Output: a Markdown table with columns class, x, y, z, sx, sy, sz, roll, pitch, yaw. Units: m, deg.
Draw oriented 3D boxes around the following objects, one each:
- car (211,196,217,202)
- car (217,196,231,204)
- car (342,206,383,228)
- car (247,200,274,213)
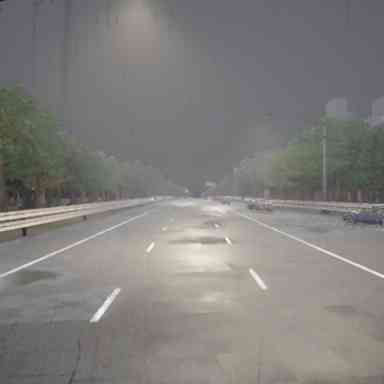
| class | x | y | z | sx | sy | sz | roll | pitch | yaw |
| --- | --- | --- | --- | --- | --- | --- | --- | --- | --- |
| car | 7.058 | 1.783 | 92.798 | 2.097 | 1.767 | 4.553 | 0 | -1 | 0 |
| car | 7.004 | 1.836 | 69.895 | 2.033 | 1.411 | 5.357 | 0 | 0 | 0 |
| car | 12.806 | 1.683 | 22.629 | 2.033 | 1.411 | 5.357 | 0 | 0 | -17 |
| car | 8.199 | 1.726 | 40.314 | 2.033 | 1.411 | 5.357 | 0 | 0 | -7 |
